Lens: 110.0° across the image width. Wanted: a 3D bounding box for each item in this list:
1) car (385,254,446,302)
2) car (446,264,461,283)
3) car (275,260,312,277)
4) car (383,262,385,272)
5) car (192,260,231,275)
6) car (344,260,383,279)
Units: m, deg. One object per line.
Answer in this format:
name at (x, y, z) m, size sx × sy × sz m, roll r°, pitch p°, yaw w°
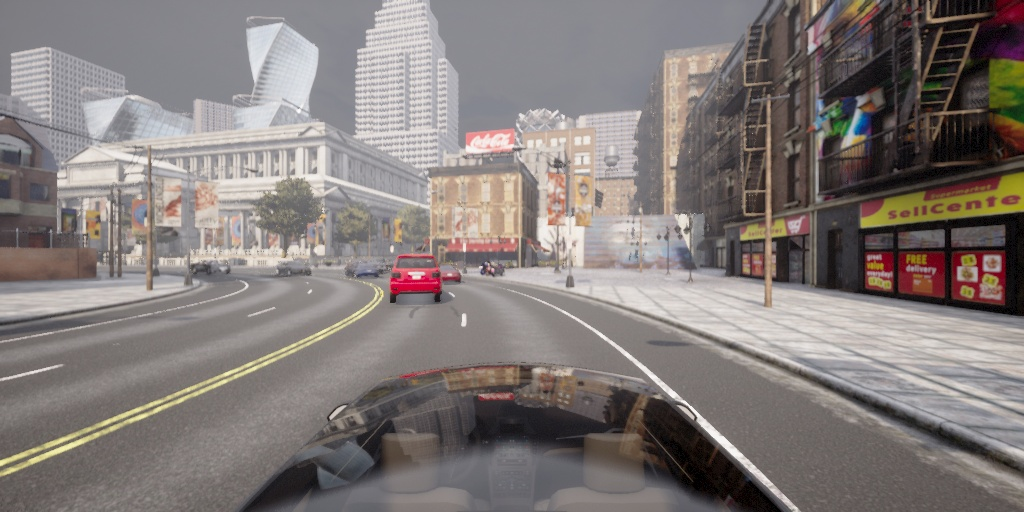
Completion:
car at (-4.616, 0.947, 17.075) m, size 2.150 × 2.045 × 5.566 m, roll 0°, pitch 0°, yaw -16°
car at (-5.341, 1.275, 26.923) m, size 1.994 × 1.385 × 4.181 m, roll 0°, pitch 0°, yaw -29°
car at (-21.149, 1.194, 34.637) m, size 4.892 × 1.490 × 1.837 m, roll 0°, pitch 0°, yaw 39°
car at (-15.900, 1.233, 39.556) m, size 5.357 × 1.411 × 2.033 m, roll 0°, pitch 0°, yaw 41°
car at (-31.388, 1.171, 37.429) m, size 4.902 × 1.511 × 2.128 m, roll 0°, pitch 0°, yaw 27°
car at (-13.733, 1.260, 32.570) m, size 1.994 × 1.385 × 4.181 m, roll 0°, pitch 0°, yaw -42°
